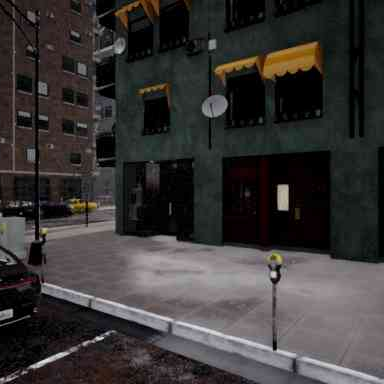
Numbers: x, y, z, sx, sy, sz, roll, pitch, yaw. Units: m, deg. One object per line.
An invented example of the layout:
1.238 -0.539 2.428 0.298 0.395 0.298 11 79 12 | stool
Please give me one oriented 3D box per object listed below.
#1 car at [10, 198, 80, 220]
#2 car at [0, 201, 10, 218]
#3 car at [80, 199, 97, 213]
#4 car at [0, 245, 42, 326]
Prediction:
-11.222 1.345 25.664 1.994 1.385 4.181 0 1 35 | car
-14.073 1.350 26.085 2.008 1.369 4.403 1 1 35 | car
-10.985 1.250 30.512 1.752 1.417 4.829 1 1 35 | car
-4.501 1.551 6.079 4.403 1.369 2.008 0 0 35 | car
